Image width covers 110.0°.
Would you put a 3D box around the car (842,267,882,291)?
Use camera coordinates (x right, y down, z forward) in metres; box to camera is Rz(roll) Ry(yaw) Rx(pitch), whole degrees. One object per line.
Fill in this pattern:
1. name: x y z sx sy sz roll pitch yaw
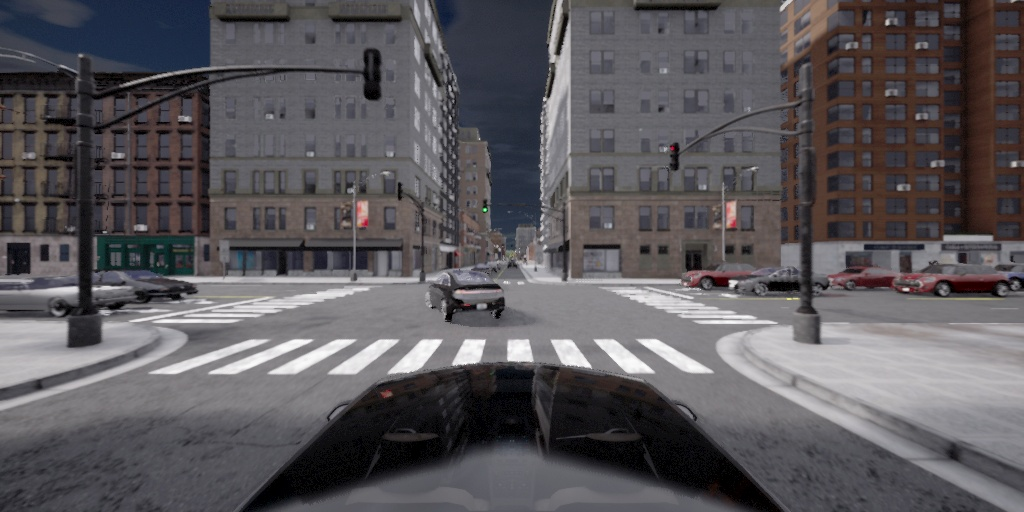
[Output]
1. car: 22.012 1.399 22.553 4.674 1.442 1.812 0 0 0

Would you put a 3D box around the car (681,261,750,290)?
1. car: 13.111 1.194 22.516 4.553 1.767 2.097 0 0 0

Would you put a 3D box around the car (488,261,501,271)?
1. car: -2.706 1.466 55.638 1.812 1.442 4.674 0 0 0

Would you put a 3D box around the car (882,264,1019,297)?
1. car: 23.425 1.226 19.307 4.553 1.767 2.097 0 0 0

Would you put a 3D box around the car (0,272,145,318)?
1. car: -16.141 1.333 12.417 4.718 1.301 1.895 0 0 0

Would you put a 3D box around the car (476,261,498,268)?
1. car: -2.841 1.403 35.426 2.033 1.411 5.357 0 0 1

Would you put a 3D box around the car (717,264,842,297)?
1. car: 14.214 1.333 19.275 4.902 1.511 2.128 0 0 -2

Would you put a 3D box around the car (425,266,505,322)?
1. car: -1.790 1.267 12.640 2.128 1.511 4.902 0 0 -22

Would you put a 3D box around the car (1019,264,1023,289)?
1. car: 31.665 1.261 22.593 4.553 1.767 2.097 0 0 0

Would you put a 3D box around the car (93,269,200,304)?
1. car: -17.007 1.280 15.667 5.357 1.411 2.033 0 0 0

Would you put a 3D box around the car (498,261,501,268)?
1. car: -2.745 1.400 45.311 1.837 1.490 4.892 0 0 0
